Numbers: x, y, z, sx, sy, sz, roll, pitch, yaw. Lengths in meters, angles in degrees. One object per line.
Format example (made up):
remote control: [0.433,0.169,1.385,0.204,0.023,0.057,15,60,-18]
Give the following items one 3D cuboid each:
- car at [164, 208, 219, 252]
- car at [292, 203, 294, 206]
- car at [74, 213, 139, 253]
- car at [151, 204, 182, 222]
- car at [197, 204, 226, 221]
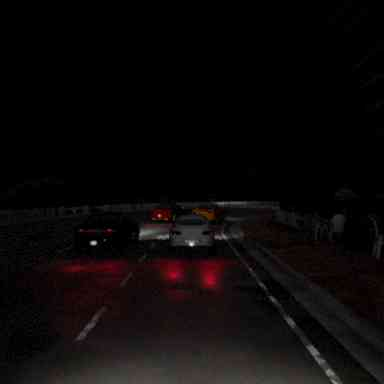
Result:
car: [0.017,1.662,14.383,1.812,1.442,4.674,0,0,1]
car: [20.900,2.175,61.270,4.718,1.301,1.895,0,-1,-19]
car: [-3.486,1.628,14.296,2.128,1.511,4.902,0,0,1]
car: [-1.861,1.749,28.829,1.882,1.535,5.008,0,0,17]
car: [1.509,1.740,27.883,1.882,1.535,5.008,0,0,17]
